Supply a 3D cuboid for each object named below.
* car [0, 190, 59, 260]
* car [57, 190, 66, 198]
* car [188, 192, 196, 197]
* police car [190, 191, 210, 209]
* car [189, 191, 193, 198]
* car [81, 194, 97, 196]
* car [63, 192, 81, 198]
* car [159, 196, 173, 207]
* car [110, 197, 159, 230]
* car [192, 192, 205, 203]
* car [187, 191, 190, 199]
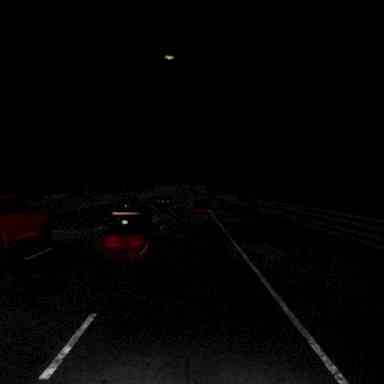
[{"bbox_3d":[-6.900,1.095,11.509,2.150,2.045,5.566,0,1,0],"label":"car"},{"bbox_3d":[-24.521,0.708,60.218,2.150,2.045,5.566,0,1,0],"label":"car"},{"bbox_3d":[-0.021,0.653,91.471,2.033,1.411,5.357,0,0,0],"label":"car"},{"bbox_3d":[1.041,1.068,38.599,1.930,1.638,5.238,0,0,0],"label":"police car"},{"bbox_3d":[1.038,0.923,48.459,2.097,1.767,4.553,0,0,0],"label":"car"},{"bbox_3d":[-17.535,1.056,58.761,1.994,1.385,4.181,0,0,1],"label":"car"},{"bbox_3d":[-21.026,0.977,60.342,1.837,1.490,4.892,0,1,0],"label":"car"},{"bbox_3d":[-3.410,1.166,41.925,2.033,1.411,5.357,0,0,0],"label":"car"},{"bbox_3d":[-3.404,1.290,19.286,2.128,1.511,4.902,0,1,0],"label":"car"},{"bbox_3d":[1.037,0.879,54.460,2.097,1.767,4.553,0,0,0],"label":"car"},{"bbox_3d":[-0.015,0.599,72.050,2.097,1.767,4.553,0,0,0],"label":"car"}]
